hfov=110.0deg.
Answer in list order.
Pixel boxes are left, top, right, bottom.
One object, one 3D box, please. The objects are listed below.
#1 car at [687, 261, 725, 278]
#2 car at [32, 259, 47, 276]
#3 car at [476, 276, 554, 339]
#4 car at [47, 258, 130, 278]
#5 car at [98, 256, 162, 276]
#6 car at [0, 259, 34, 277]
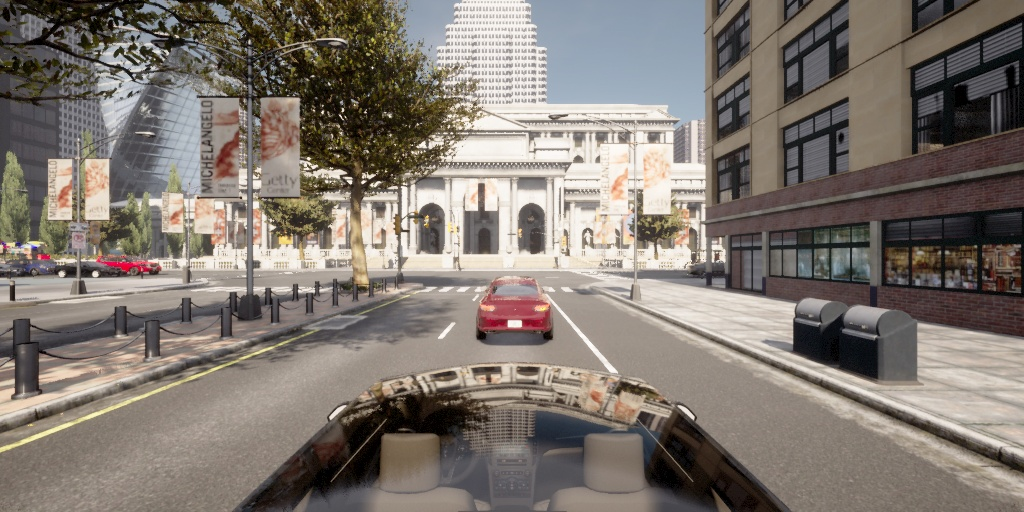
[{"bbox_3d":[18.818,1.255,33.076,4.892,1.490,1.837,0,0,0],"label":"car"},{"bbox_3d":[-49.141,1.102,36.831,4.553,1.767,2.097,0,0,-1],"label":"car"},{"bbox_3d":[0.076,1.276,9.924,1.812,1.442,4.674,0,0,0],"label":"car"},{"bbox_3d":[-39.331,1.228,33.392,5.008,1.535,1.882,0,0,0],"label":"car"},{"bbox_3d":[-39.522,0.971,36.894,5.566,2.045,2.150,0,0,0],"label":"car"},{"bbox_3d":[-48.334,1.276,33.358,4.674,1.442,1.812,0,0,-1],"label":"car"}]
